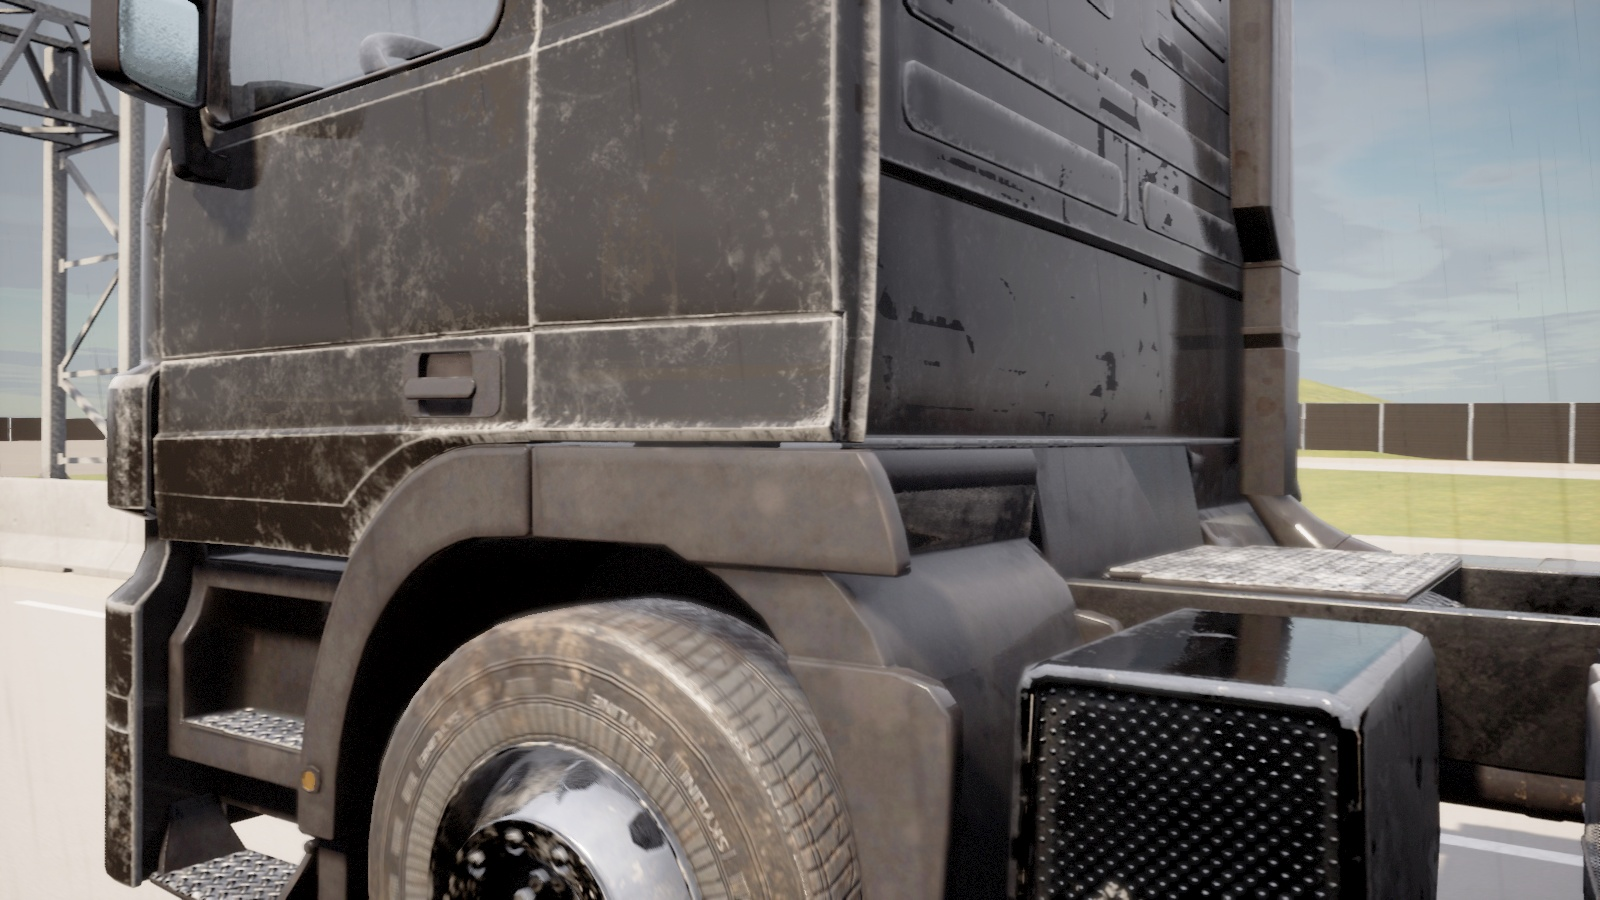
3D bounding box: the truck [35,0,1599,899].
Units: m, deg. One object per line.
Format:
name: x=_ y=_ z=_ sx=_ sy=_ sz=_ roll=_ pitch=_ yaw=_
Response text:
truck: x=2.217 y=-0.299 z=2.131 sx=7.936 sy=3.462 sz=2.891 roll=0 pitch=1 yaw=34
